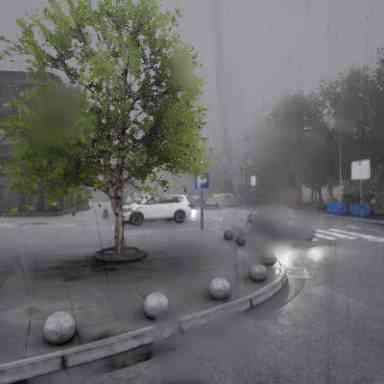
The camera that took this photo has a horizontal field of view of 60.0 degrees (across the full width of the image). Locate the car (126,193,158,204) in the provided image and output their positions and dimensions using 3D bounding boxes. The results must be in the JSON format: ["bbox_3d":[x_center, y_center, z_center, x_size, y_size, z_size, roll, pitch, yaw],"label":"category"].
[{"bbox_3d":[-9.839,1.239,65.554,5.566,2.045,2.435,-1,0,-30],"label":"car"}]

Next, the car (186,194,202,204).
[{"bbox_3d":[0.284,1.340,61.976,2.097,1.767,4.553,0,0,-10],"label":"car"}]

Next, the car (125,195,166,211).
[{"bbox_3d":[-5.824,1.345,41.842,4.553,1.767,2.185,-1,0,-30],"label":"car"}]

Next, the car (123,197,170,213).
[{"bbox_3d":[-5.272,1.470,38.890,5.008,1.535,2.097,-1,0,-30],"label":"car"}]

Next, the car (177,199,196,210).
[{"bbox_3d":[-0.814,1.581,44.195,1.895,1.301,4.718,0,0,-9],"label":"car"}]

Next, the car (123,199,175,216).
[{"bbox_3d":[-4.258,1.512,32.974,4.674,1.452,2.002,-1,0,-30],"label":"car"}]

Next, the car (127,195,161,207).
[{"bbox_3d":[-7.286,1.345,50.742,4.553,1.767,2.185,-1,0,-30],"label":"car"}]

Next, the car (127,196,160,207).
[{"bbox_3d":[-7.799,1.503,53.711,4.792,1.488,2.163,-1,0,-30],"label":"car"}]

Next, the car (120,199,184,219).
[{"bbox_3d":[-3.575,1.467,30.107,5.366,1.575,1.946,-1,0,-30],"label":"car"}]

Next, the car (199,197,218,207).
[{"bbox_3d":[2.523,1.540,49.406,1.994,1.385,4.181,0,0,-10],"label":"car"}]

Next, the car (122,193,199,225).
[{"bbox_3d":[-2.718,1.223,24.071,5.566,2.045,2.435,-1,0,-30],"label":"car"}]

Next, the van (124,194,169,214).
[{"bbox_3d":[-4.870,1.247,35.869,4.442,1.987,1.878,-1,0,-30],"label":"van"}]

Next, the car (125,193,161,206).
[{"bbox_3d":[-8.308,1.225,56.668,5.566,2.045,2.435,-1,0,-30],"label":"car"}]

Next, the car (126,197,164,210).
[{"bbox_3d":[-6.301,1.510,44.813,4.674,1.452,2.002,-1,0,-30],"label":"car"}]

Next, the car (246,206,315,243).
[{"bbox_3d":[4.119,1.491,16.214,1.837,1.490,4.892,0,0,-10],"label":"car"}]
